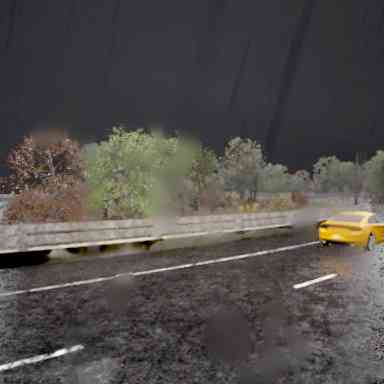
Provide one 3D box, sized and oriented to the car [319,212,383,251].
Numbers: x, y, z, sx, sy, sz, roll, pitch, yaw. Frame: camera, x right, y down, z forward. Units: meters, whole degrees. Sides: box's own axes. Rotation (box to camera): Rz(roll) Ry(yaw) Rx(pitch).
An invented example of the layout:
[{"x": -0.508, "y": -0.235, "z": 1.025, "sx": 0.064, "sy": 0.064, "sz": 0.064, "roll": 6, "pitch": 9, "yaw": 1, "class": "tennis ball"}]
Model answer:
[{"x": 7.584, "y": 1.637, "z": 15.019, "sx": 5.008, "sy": 1.535, "sz": 1.882, "roll": 0, "pitch": 0, "yaw": -44, "class": "car"}]
